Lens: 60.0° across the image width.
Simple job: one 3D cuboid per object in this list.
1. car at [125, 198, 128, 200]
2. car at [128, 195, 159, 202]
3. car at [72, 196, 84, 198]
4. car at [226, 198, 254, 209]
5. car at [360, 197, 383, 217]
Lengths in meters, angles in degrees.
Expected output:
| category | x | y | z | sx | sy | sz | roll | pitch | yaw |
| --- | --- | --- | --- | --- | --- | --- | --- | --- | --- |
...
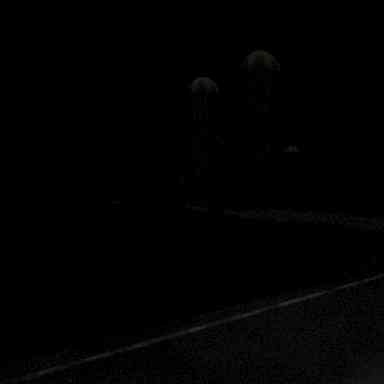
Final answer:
| category | x | y | z | sx | sy | sz | roll | pitch | yaw |
| --- | --- | --- | --- | --- | --- | --- | --- | --- | --- |
| car | -12.684 | 1.674 | 72.939 | 4.181 | 1.381 | 1.994 | 1 | 0 | -36 |
| car | -6.836 | 1.270 | 48.661 | 2.150 | 2.045 | 5.566 | 1 | -1 | -34 |
| car | -30.426 | 1.289 | 88.625 | 2.150 | 2.045 | 5.566 | 1 | 0 | -35 |
| car | 6.625 | 1.604 | 46.163 | 3.988 | 1.617 | 1.851 | 1 | 0 | -36 |
| car | 18.208 | 1.494 | 33.706 | 1.905 | 1.878 | 3.866 | 0 | 0 | 24 |
